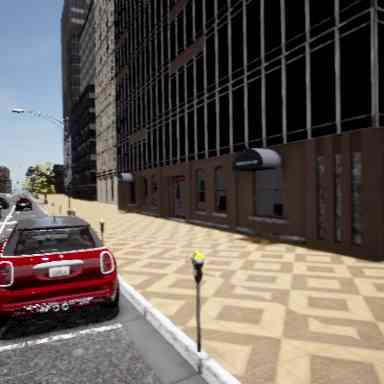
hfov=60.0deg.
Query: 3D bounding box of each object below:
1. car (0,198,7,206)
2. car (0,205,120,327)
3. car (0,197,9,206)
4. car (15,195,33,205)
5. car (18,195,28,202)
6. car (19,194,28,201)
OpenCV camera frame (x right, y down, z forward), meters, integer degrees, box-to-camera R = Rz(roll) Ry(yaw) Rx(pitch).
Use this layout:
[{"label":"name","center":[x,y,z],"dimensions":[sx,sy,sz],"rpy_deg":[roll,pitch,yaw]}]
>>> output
[{"label":"car","center":[-16.274,1.493,26.515],"dimensions":[2.033,1.411,5.357],"rpy_deg":[-1,1,-27]},{"label":"car","center":[-3.132,1.314,7.332],"dimensions":[2.097,1.767,4.553],"rpy_deg":[-1,1,-27]},{"label":"car","center":[-24.595,1.412,42.642],"dimensions":[1.812,1.442,4.674],"rpy_deg":[-1,1,-27]},{"label":"car","center":[-19.666,1.422,38.896],"dimensions":[1.947,1.339,4.313],"rpy_deg":[-1,1,-27]},{"label":"car","center":[-35.159,1.315,69.330],"dimensions":[1.802,1.307,4.206],"rpy_deg":[-1,1,-27]},{"label":"car","center":[-37.819,1.235,74.554],"dimensions":[1.752,1.417,4.829],"rpy_deg":[-1,1,-27]}]
